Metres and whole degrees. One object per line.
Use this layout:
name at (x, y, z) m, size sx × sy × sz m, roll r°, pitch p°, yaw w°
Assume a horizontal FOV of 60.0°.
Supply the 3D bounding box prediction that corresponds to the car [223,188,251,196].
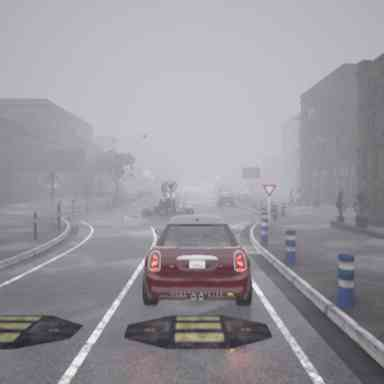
car at (8.089, 0.026, 60.259) m, size 4.674 × 1.452 × 2.002 m, roll 0°, pitch 2°, yaw -1°

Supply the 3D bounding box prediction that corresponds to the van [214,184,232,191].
van at (7.878, -1.169, 84.914) m, size 4.442 × 1.987 × 1.878 m, roll 0°, pitch 2°, yaw -1°

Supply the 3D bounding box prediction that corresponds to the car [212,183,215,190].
car at (7.803, -0.736, 79.533) m, size 4.792 × 1.488 × 2.163 m, roll 0°, pitch 2°, yaw -1°

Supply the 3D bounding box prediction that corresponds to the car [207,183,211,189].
car at (7.660, -1.366, 90.545) m, size 5.566 × 2.045 × 2.435 m, roll 0°, pitch 2°, yaw -1°

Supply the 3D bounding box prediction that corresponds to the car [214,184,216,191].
car at (7.936, -0.465, 71.270) m, size 5.008 × 1.535 × 2.097 m, roll 0°, pitch 2°, yaw -1°

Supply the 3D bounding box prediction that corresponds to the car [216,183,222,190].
car at (8.042, -0.498, 65.753) m, size 5.566 × 2.045 × 2.435 m, roll 0°, pitch 2°, yaw -1°

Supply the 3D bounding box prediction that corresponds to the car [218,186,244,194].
car at (7.982, -0.358, 68.517) m, size 5.008 × 1.535 × 2.097 m, roll 0°, pitch 2°, yaw -1°

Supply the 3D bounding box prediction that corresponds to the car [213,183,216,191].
car at (7.876, -0.668, 76.779) m, size 4.892 × 1.521 × 2.231 m, roll 0°, pitch 2°, yaw -1°

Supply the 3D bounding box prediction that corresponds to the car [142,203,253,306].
car at (0.123, 1.322, 8.165) m, size 2.097 × 1.767 × 4.553 m, roll 0°, pitch 0°, yaw 1°

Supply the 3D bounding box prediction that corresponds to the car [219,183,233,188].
car at (8.018, -0.258, 63.005) m, size 4.553 × 1.767 × 2.185 m, roll 0°, pitch 2°, yaw -1°

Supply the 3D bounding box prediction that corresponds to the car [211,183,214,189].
car at (7.803, -0.858, 82.287) m, size 5.008 × 1.535 × 2.097 m, roll 0°, pitch 2°, yaw -1°

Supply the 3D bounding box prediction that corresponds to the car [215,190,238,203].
car at (3.809, 0.947, 38.486) m, size 1.837 × 1.490 × 4.892 m, roll 0°, pitch 2°, yaw 0°

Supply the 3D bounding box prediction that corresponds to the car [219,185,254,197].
car at (7.936, 0.104, 57.500) m, size 5.366 × 1.575 × 1.946 m, roll 0°, pitch 3°, yaw -1°
